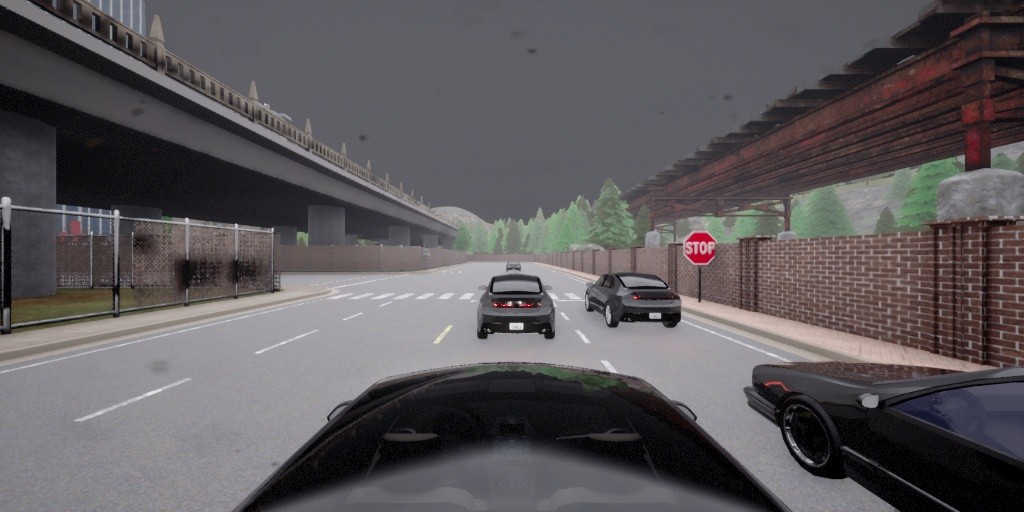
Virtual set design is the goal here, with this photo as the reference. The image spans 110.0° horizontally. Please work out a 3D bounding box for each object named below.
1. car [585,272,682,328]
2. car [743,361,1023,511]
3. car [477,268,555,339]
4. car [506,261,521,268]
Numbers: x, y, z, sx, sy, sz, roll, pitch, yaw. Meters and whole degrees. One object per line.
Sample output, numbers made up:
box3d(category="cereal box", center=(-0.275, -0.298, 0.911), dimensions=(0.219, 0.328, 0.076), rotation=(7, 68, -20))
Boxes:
box3d(category="car", center=(3.600, 1.255, 11.414), dimensions=(1.837, 1.490, 4.892), rotation=(0, 0, 0))
box3d(category="car", center=(3.600, 1.297, 1.668), dimensions=(2.033, 1.411, 5.357), rotation=(0, 0, 0))
box3d(category="car", center=(0.098, 1.255, 10.055), dimensions=(1.837, 1.490, 4.892), rotation=(0, 0, 0))
box3d(category="car", center=(0.182, 1.351, 46.334), dimensions=(1.895, 1.301, 4.718), rotation=(0, 0, -1))
